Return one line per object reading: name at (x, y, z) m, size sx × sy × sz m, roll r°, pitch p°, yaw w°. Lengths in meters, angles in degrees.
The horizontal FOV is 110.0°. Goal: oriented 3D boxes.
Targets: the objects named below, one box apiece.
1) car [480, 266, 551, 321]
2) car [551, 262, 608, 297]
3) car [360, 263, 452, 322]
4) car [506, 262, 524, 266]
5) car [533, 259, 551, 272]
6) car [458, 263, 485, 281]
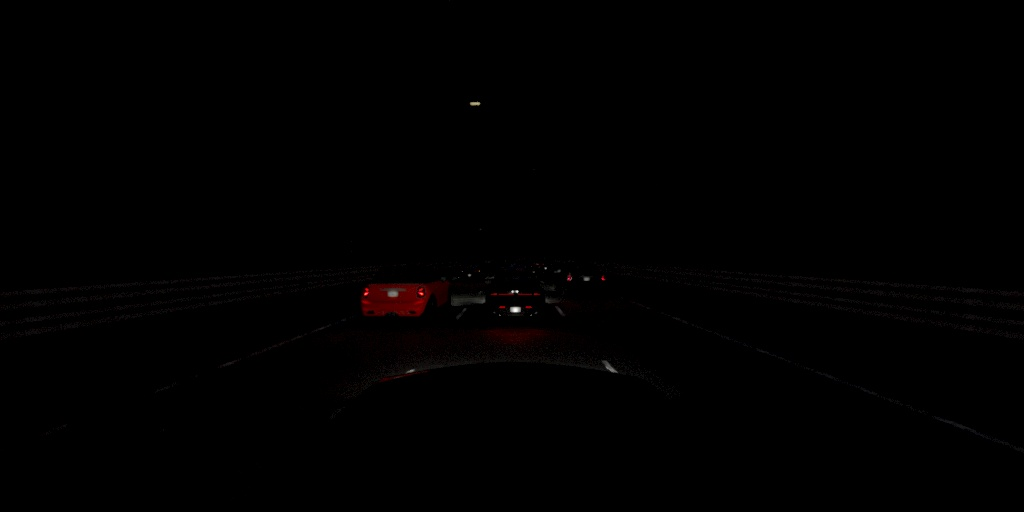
car at (0.099, 1.260, 12.535) m, size 1.837 × 1.490 × 4.892 m, roll 0°, pitch 0°, yaw 0°
car at (3.513, 1.113, 18.937) m, size 2.097 × 1.767 × 4.553 m, roll 0°, pitch 0°, yaw 0°
car at (-3.401, 1.107, 12.372) m, size 2.097 × 1.767 × 4.553 m, roll 0°, pitch 0°, yaw 0°
car at (0.236, 1.272, 30.656) m, size 1.882 × 1.535 × 5.008 m, roll 0°, pitch 0°, yaw 1°
car at (3.901, 1.403, 42.920) m, size 1.994 × 1.385 × 4.181 m, roll 0°, pitch 0°, yaw 2°
car at (-3.272, 1.318, 30.195) m, size 1.812 × 1.442 × 4.674 m, roll 0°, pitch 0°, yaw 1°
